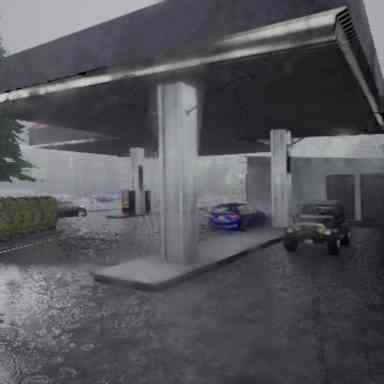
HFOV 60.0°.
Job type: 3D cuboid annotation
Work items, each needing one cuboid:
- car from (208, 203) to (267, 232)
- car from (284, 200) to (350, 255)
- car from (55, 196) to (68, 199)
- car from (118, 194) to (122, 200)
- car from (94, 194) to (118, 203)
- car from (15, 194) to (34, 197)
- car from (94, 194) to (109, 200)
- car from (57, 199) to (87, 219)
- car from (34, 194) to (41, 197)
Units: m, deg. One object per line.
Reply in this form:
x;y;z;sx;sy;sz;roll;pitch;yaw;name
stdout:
2.846;1.481;20.249;2.242;1.667;4.611;-1;0;33;car
5.159;1.319;13.502;1.905;1.878;3.866;-1;0;33;car
-22.425;1.502;56.590;4.514;1.523;2.007;-1;0;33;car
-19.381;1.363;80.962;3.806;1.475;1.970;-1;0;33;car
-16.861;1.365;64.890;3.633;1.501;1.845;-1;0;33;car
-35.577;1.429;69.498;3.866;1.878;1.905;-1;0;33;car
-23.913;1.388;87.551;3.633;1.501;1.845;-1;0;33;car
-11.609;1.690;29.419;2.128;1.511;4.902;-1;0;34;car
-34.312;1.408;72.146;4.605;1.855;1.932;-1;0;33;car
